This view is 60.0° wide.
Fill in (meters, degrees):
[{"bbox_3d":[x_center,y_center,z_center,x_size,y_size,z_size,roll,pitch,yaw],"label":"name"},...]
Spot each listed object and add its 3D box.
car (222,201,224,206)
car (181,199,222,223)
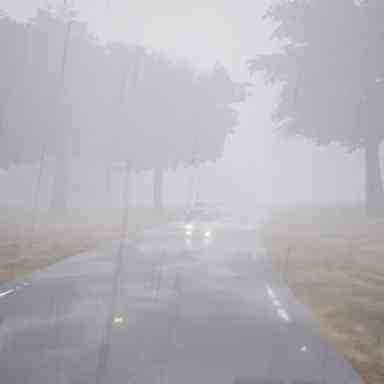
[{"bbox_3d":[5.128,2.177,70.099,1.882,1.535,5.008,1,-1,-14],"label":"car"},{"bbox_3d":[0.931,1.600,28.470,2.097,1.767,4.553,0,-1,15],"label":"car"}]
